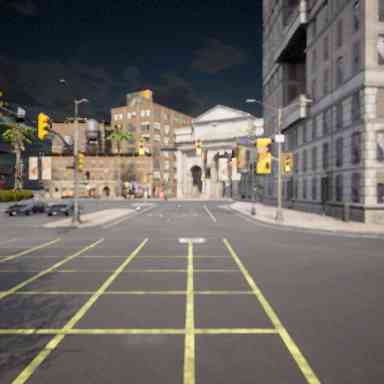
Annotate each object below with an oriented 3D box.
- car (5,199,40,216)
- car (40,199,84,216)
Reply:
[{"bbox_3d":[-15.091,1.398,30.914,2.033,1.411,5.357,0,0,0],"label":"car"},{"bbox_3d":[-11.592,1.398,30.745,2.033,1.411,5.357,0,0,0],"label":"car"}]
